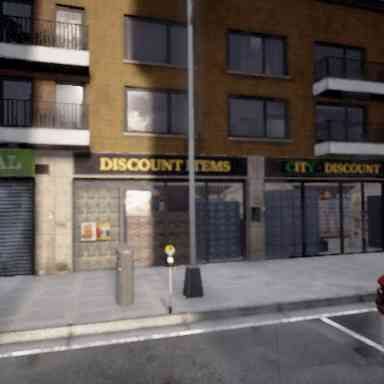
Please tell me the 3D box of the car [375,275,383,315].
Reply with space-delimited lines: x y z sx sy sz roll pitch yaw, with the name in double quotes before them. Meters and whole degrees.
"car" 5.553 1.661 6.071 4.507 1.381 1.887 0 -2 -16
